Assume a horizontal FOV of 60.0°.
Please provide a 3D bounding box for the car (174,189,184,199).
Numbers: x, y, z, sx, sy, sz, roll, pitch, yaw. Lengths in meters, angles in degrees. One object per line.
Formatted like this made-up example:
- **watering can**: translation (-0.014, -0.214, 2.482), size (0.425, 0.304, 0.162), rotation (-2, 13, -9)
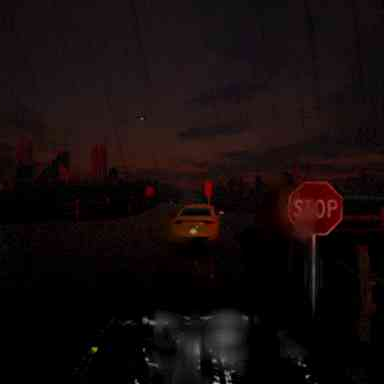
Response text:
- **car**: translation (-2.732, 0.506, 66.244), size (2.150, 2.045, 5.566), rotation (0, 0, 0)

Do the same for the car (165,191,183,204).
- **car**: translation (-2.818, 1.009, 48.103), size (2.033, 1.411, 5.357), rotation (0, 1, 0)

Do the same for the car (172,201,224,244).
- **car**: translation (0.358, 1.297, 14.881), size (1.882, 1.535, 5.008), rotation (0, 1, 7)
